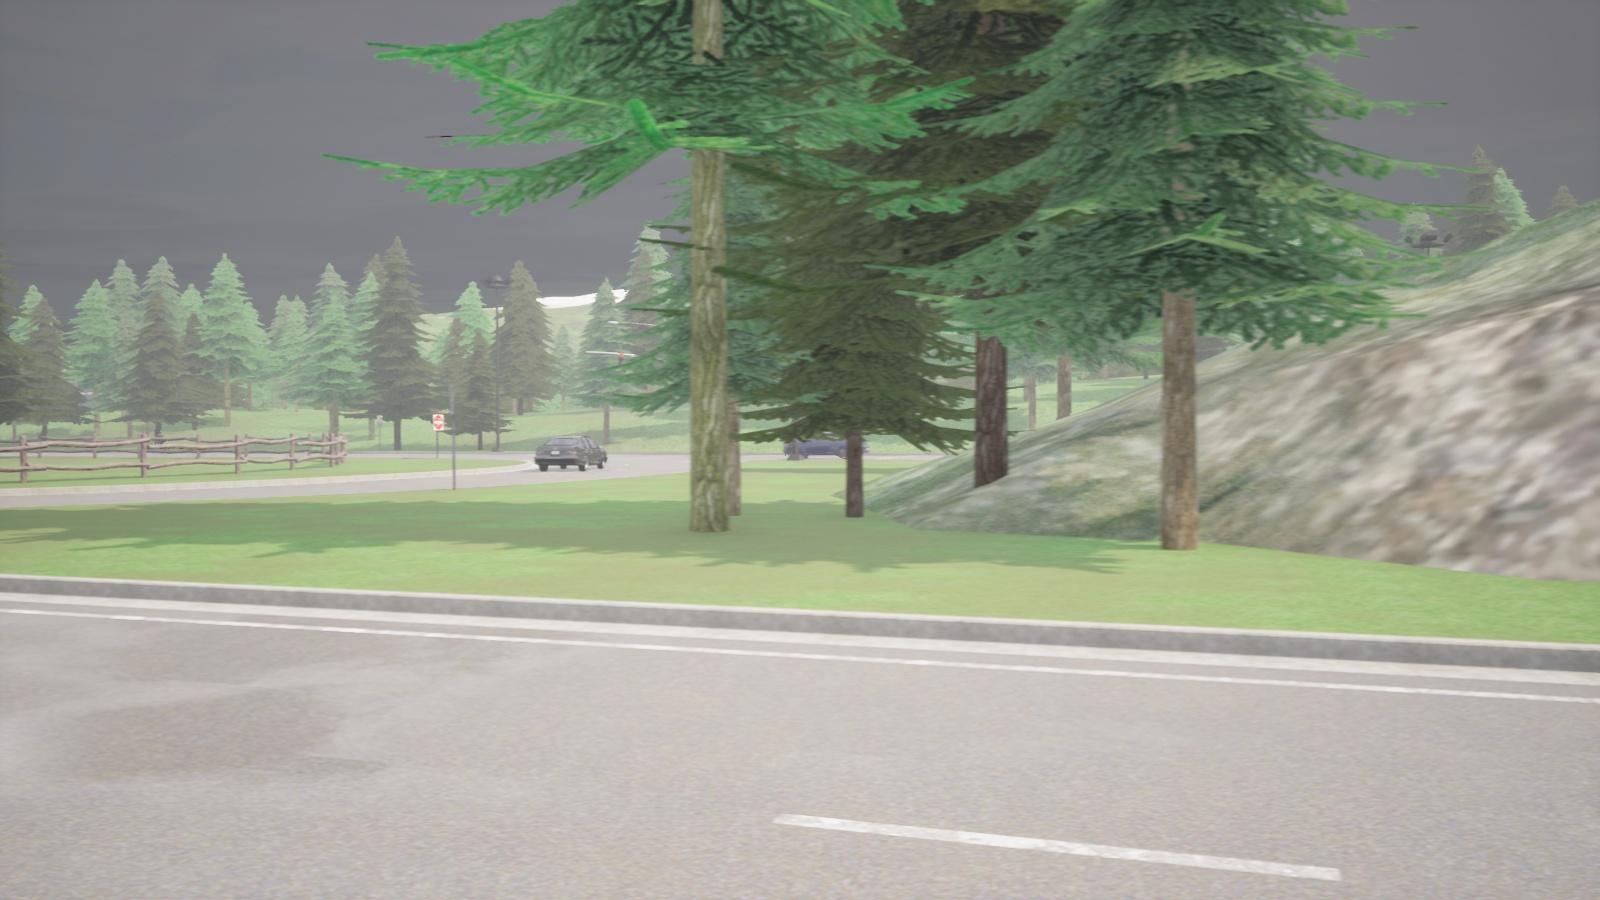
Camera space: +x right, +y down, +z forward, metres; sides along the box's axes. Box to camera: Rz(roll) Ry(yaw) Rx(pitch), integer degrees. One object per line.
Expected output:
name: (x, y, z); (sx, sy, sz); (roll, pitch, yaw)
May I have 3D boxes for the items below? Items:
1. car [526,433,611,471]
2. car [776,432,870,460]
car: (-9.154, 0.038, 50.058); (2.033, 1.411, 5.357); (0, 1, 4)
car: (1.212, -0.216, 66.964); (4.674, 1.442, 1.812); (1, 1, 19)
